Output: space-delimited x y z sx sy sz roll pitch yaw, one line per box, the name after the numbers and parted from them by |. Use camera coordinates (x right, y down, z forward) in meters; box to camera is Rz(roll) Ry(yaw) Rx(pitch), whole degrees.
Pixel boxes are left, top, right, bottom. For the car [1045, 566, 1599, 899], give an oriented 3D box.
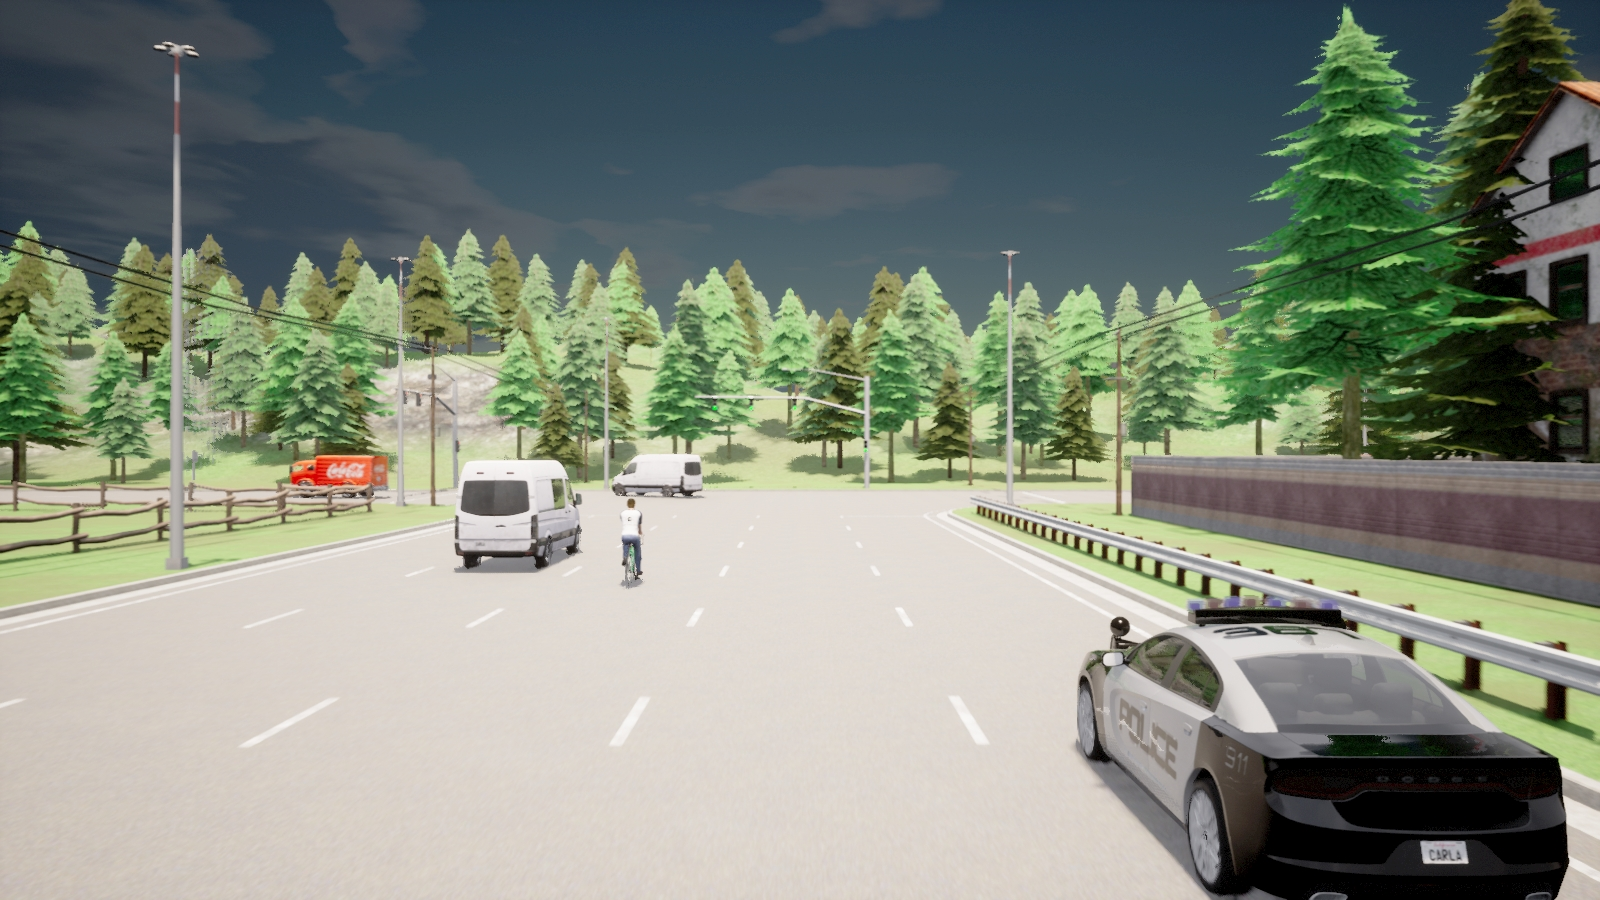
3.498 1.982 8.790 2.097 1.638 5.238 0 0 0 | car

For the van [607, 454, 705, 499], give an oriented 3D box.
-8.653 1.535 68.285 5.915 2.561 1.988 0 0 33 | van

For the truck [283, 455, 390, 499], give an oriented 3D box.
-27.038 1.570 66.795 5.204 2.467 2.627 0 0 6 | truck

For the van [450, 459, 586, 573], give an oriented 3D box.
-7.000 1.534 29.084 1.988 2.561 5.915 0 0 0 | van

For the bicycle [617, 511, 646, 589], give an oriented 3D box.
-3.504 2.056 23.879 0.373 1.496 1.643 0 0 0 | bicycle
